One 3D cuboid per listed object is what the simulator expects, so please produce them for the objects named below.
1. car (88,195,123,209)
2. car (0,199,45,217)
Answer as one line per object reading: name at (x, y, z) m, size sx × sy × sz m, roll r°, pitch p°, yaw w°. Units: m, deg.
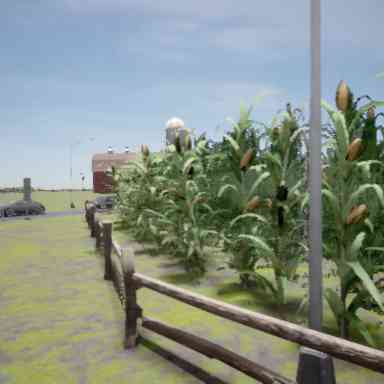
car at (-9.600, 1.073, 36.786) m, size 1.837 × 1.490 × 4.892 m, roll -1°, pitch 1°, yaw 29°
car at (-14.660, 1.304, 28.146) m, size 1.994 × 1.385 × 4.181 m, roll -1°, pitch 1°, yaw 32°
